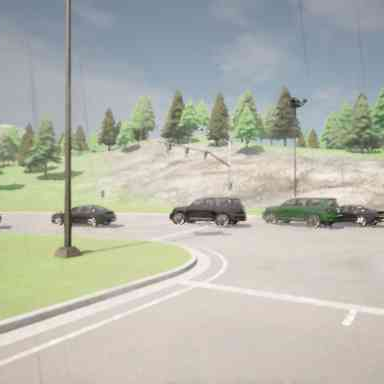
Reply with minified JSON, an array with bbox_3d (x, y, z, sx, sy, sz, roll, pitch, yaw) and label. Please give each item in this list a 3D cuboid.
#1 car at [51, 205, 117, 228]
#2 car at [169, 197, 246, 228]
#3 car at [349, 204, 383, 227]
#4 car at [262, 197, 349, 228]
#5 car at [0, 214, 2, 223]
[{"bbox_3d":[-7.738,1.680,23.725,4.892,1.490,1.837,0,-1,19],"label":"car"},{"bbox_3d":[1.108,1.399,23.899,5.566,2.045,2.150,0,-1,25],"label":"car"},{"bbox_3d":[11.605,1.689,24.704,1.837,1.490,4.892,2,-1,-38],"label":"car"},{"bbox_3d":[7.763,1.399,23.827,2.150,2.045,5.566,1,-1,-44],"label":"car"},{"bbox_3d":[-15.202,1.668,22.241,4.892,1.490,1.837,0,-1,13],"label":"car"}]
